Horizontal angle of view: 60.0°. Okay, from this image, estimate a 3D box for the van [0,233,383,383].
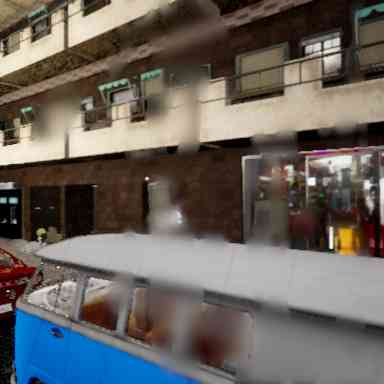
[{"bbox_3d":[0.070,1.345,2.832,3.998,1.788,1.690,0,0,35],"label":"van"}]
